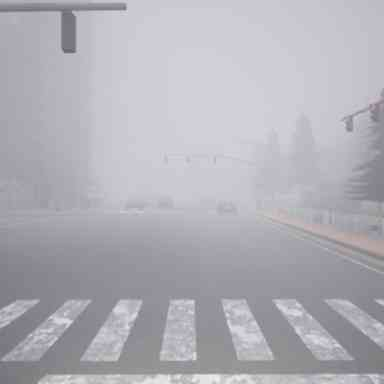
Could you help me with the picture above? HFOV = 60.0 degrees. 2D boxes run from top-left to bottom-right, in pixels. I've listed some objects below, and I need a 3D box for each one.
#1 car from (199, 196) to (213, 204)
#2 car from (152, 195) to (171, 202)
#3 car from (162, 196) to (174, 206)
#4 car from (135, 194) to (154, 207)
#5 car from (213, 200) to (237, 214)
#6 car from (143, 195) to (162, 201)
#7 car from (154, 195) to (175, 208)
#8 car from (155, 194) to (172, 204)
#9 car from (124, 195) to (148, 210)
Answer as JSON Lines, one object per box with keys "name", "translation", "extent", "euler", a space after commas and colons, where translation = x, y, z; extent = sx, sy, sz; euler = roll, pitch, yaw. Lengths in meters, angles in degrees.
{"name": "car", "translation": [2.646, 1.473, 60.834], "extent": [1.812, 1.442, 4.674], "euler": [0, 0, -10]}
{"name": "car", "translation": [-6.877, 1.436, 74.183], "extent": [1.837, 1.490, 4.892], "euler": [0, 0, -39]}
{"name": "car", "translation": [-3.921, 1.430, 55.118], "extent": [1.882, 1.535, 5.008], "euler": [0, 0, -4]}
{"name": "car", "translation": [-7.209, 1.447, 51.098], "extent": [2.128, 1.511, 4.902], "euler": [0, 0, -1]}
{"name": "car", "translation": [3.600, 1.533, 35.474], "extent": [1.994, 1.385, 4.181], "euler": [0, 0, 0]}
{"name": "car", "translation": [-9.719, 1.525, 81.920], "extent": [4.718, 1.301, 1.895], "euler": [0, 0, 37]}
{"name": "car", "translation": [-3.581, 1.312, 45.911], "extent": [2.097, 1.767, 4.553], "euler": [0, 0, 0]}
{"name": "car", "translation": [-5.515, 1.297, 64.167], "extent": [2.097, 1.767, 4.553], "euler": [0, 0, -19]}
{"name": "car", "translation": [-7.083, 1.490, 41.832], "extent": [1.812, 1.442, 4.674], "euler": [0, 0, 0]}
